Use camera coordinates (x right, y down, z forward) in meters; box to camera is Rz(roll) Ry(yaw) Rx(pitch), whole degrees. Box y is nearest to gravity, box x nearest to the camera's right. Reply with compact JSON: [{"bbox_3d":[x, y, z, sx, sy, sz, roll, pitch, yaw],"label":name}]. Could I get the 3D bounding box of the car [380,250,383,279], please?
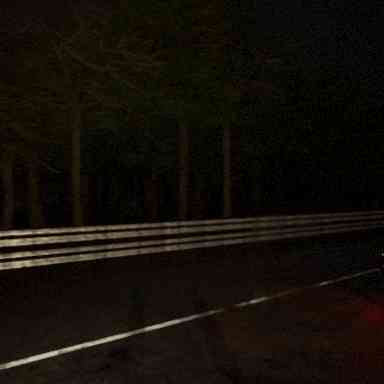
[{"bbox_3d":[6.515,1.597,8.381,4.674,1.442,1.812,0,0,-35],"label":"car"}]
